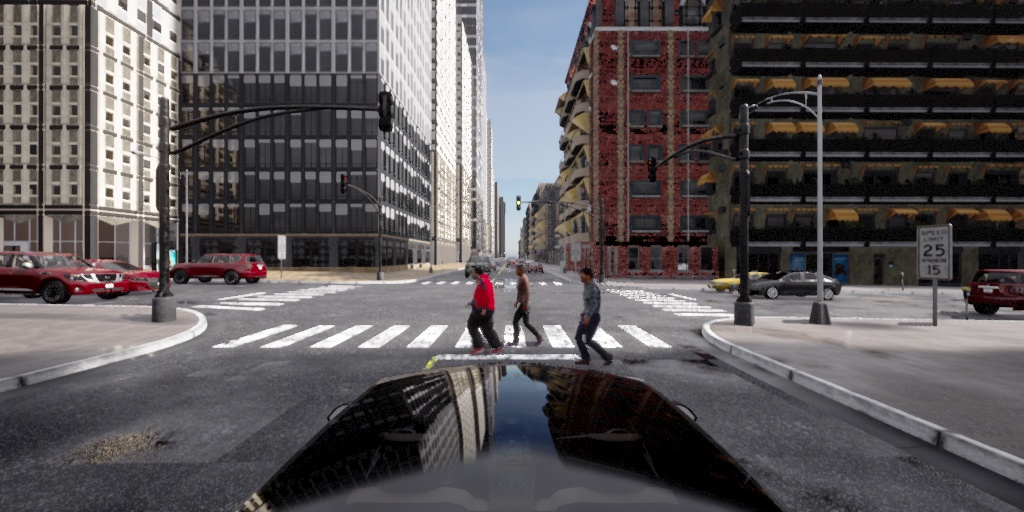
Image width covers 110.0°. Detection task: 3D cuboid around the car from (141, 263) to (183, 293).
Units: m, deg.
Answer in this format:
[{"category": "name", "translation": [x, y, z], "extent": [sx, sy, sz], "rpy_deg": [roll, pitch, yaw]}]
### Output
[{"category": "car", "translation": [-18.158, 0.909, 15.959], "extent": [5.008, 1.535, 1.882], "rpy_deg": [1, 0, 0]}]

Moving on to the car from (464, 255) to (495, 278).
[{"category": "car", "translation": [-3.094, 0.955, 33.622], "extent": [2.150, 2.045, 5.566], "rpy_deg": [0, 1, 0]}]

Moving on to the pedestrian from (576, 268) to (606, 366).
[{"category": "pedestrian", "translation": [1.420, 1.042, 6.464], "extent": [0.375, 1.860, 0.375], "rpy_deg": [0, 0, 0]}]

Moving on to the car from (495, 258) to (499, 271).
[{"category": "car", "translation": [-3.076, 1.265, 49.028], "extent": [1.812, 1.442, 4.674], "rpy_deg": [0, 0, 0]}]

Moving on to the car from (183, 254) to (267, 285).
[{"category": "car", "translation": [-17.706, 0.766, 21.752], "extent": [5.009, 1.841, 2.192], "rpy_deg": [0, 0, 0]}]

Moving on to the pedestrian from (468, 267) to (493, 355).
[{"category": "pedestrian", "translation": [-0.621, 1.041, 7.164], "extent": [0.375, 1.860, 0.375], "rpy_deg": [0, 0, 0]}]

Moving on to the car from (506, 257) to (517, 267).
[{"category": "car", "translation": [0.013, 1.267, 63.911], "extent": [1.812, 1.442, 4.674], "rpy_deg": [0, 0, 0]}]

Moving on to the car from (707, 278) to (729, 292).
[{"category": "car", "translation": [14.634, 1.576, 22.028], "extent": [4.829, 1.417, 1.751], "rpy_deg": [0, 0, 0]}]

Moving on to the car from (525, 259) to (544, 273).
[{"category": "car", "translation": [2.749, 1.321, 41.728], "extent": [1.802, 1.307, 4.207], "rpy_deg": [0, 0, 0]}]

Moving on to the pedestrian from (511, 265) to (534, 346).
[{"category": "pedestrian", "translation": [0.219, 1.041, 7.865], "extent": [0.375, 1.860, 0.375], "rpy_deg": [0, 0, 0]}]

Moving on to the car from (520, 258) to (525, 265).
[{"category": "car", "translation": [2.701, 1.291, 54.645], "extent": [2.007, 1.370, 4.403], "rpy_deg": [0, 0, 0]}]

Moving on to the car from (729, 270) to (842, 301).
[{"category": "car", "translation": [14.945, 1.552, 19.444], "extent": [4.892, 1.490, 1.837], "rpy_deg": [1, 0, 0]}]

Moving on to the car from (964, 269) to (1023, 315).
[{"category": "car", "translation": [20.601, 1.455, 13.731], "extent": [5.009, 1.841, 2.192], "rpy_deg": [0, 0, 0]}]

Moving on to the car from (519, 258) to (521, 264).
[{"category": "car", "translation": [2.703, 1.291, 60.293], "extent": [2.007, 1.370, 4.403], "rpy_deg": [0, 0, 0]}]

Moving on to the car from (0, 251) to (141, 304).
[{"category": "car", "translation": [-17.573, 0.751, 13.373], "extent": [5.009, 1.841, 2.192], "rpy_deg": [0, 0, 0]}]
